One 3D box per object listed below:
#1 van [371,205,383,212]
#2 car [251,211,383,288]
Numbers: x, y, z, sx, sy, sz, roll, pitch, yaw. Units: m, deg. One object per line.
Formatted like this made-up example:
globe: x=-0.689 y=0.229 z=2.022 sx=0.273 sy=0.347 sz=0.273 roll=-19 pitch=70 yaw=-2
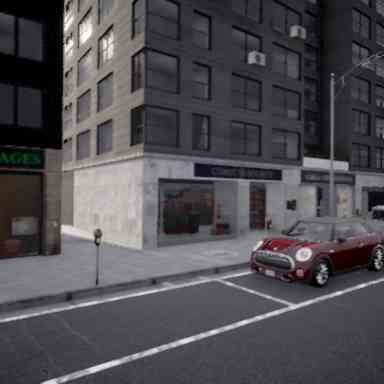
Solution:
van: x=8.160 y=1.374 z=12.579 sx=3.998 sy=1.788 sz=1.690 roll=0 pitch=0 yaw=-36
car: x=3.542 y=1.459 z=9.284 sx=4.097 sy=1.590 sz=1.967 roll=0 pitch=0 yaw=-36
